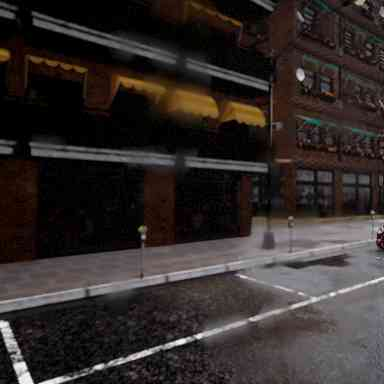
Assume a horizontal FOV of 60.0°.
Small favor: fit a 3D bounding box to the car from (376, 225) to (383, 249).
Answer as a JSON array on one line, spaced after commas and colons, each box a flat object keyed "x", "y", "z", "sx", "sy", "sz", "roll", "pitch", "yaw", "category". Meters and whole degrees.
[{"x": 8.964, "y": 1.447, "z": 12.971, "sx": 4.097, "sy": 1.590, "sz": 1.967, "roll": 0, "pitch": 1, "yaw": -36, "category": "car"}]
